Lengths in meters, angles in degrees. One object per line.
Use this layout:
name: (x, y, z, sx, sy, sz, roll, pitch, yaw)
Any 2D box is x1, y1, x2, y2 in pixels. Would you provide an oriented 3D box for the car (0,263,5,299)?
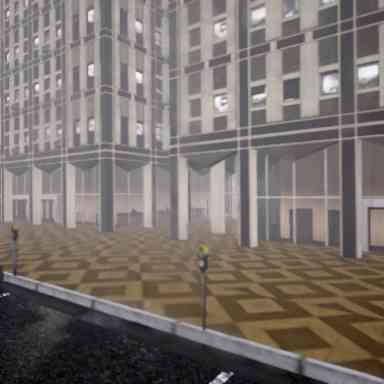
car: (-5.513, 1.556, 6.821, 4.403, 1.369, 2.008, 0, -1, 36)
